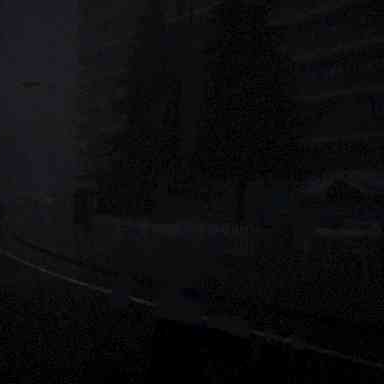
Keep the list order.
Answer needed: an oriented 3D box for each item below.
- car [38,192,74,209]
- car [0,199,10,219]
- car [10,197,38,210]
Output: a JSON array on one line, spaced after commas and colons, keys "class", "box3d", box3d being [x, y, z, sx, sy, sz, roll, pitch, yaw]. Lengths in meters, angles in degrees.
[{"class": "car", "box3d": [-15.702, 1.003, 40.444, 2.150, 2.045, 5.566, 0, 0, 10]}, {"class": "car", "box3d": [-14.791, 1.070, 23.407, 2.150, 2.045, 5.566, 0, 0, -17]}, {"class": "car", "box3d": [-19.414, 1.297, 38.865, 1.812, 1.442, 4.674, 0, 0, 6]}]
